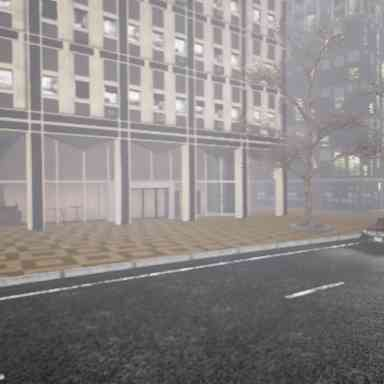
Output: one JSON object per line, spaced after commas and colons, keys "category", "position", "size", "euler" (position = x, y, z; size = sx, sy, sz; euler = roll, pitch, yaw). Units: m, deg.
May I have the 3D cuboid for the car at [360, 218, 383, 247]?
{"category": "car", "position": [8.873, 1.503, 13.638], "size": [4.674, 1.442, 1.812], "euler": [0, 0, -33]}
